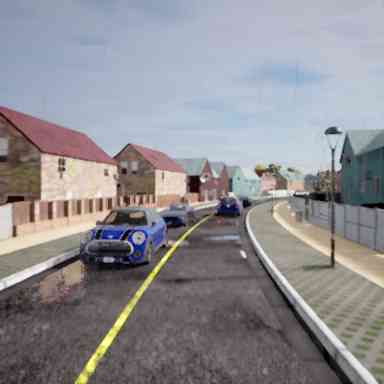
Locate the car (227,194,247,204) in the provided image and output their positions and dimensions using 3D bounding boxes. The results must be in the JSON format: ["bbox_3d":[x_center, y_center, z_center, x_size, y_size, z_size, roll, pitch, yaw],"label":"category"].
[{"bbox_3d":[7.419,1.130,54.608,2.128,1.511,4.902,0,1,21],"label":"car"}]

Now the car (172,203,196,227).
[{"bbox_3d":[-0.932,1.478,22.846,2.033,1.411,5.357,0,0,10],"label":"car"}]

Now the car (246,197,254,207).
[{"bbox_3d":[7.119,1.300,44.660,1.994,1.385,4.181,0,1,17],"label":"car"}]

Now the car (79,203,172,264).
[{"bbox_3d":[-2.196,1.340,11.757,2.097,1.767,4.553,0,0,5],"label":"car"}]

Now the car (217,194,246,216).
[{"bbox_3d":[3.563,1.216,30.931,2.097,1.767,4.553,0,1,12],"label":"car"}]
